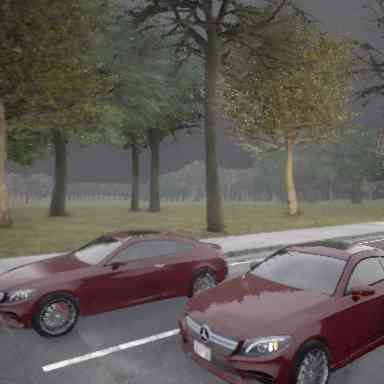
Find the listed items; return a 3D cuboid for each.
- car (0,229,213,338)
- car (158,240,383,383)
[{"bbox_3d":[-1.322,1.534,6.732,4.674,1.442,1.812,0,0,-35],"label":"car"},{"bbox_3d":[2.010,1.541,5.115,4.674,1.442,1.812,0,0,-35],"label":"car"}]
